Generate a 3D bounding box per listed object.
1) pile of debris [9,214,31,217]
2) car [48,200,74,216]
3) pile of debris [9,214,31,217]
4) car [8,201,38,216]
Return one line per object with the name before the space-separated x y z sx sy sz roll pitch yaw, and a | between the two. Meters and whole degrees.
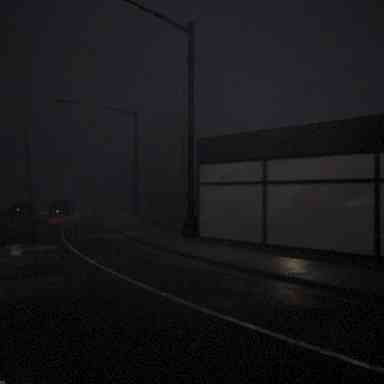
pile of debris | -16.410 2.203 31.833 1.500 0.140 1.860 0 0 -15
car | -13.056 1.542 33.357 1.837 1.490 4.892 0 0 -12
pile of debris | -16.410 2.203 31.833 1.500 0.140 1.860 0 0 -15
car | -16.569 1.589 32.713 1.994 1.385 4.181 0 0 -14
